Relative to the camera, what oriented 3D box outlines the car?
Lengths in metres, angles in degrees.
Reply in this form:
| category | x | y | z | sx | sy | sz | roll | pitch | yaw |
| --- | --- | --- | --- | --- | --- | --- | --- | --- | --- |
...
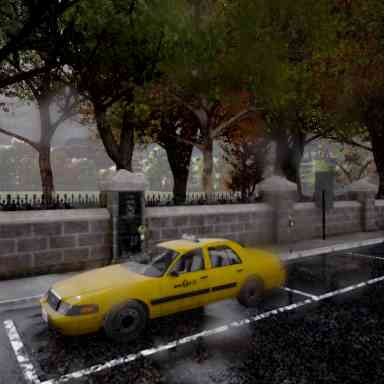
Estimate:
| category | x | y | z | sx | sy | sz | roll | pitch | yaw |
| --- | --- | --- | --- | --- | --- | --- | --- | --- | --- |
| car | -0.253 | 1.525 | 6.395 | 4.829 | 1.417 | 1.752 | 0 | 0 | -36 |
